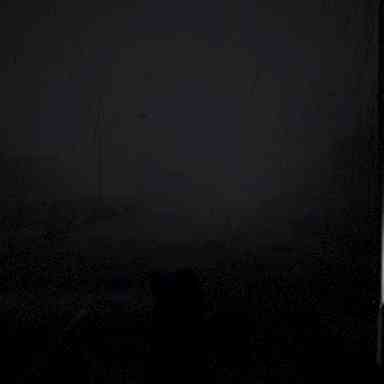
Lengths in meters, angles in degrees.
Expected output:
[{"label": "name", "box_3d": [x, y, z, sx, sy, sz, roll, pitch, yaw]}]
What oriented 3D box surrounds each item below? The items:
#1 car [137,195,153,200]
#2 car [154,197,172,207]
[{"label": "car", "box_3d": [-10.362, 1.406, 77.131, 5.357, 1.415, 2.033, 0, 0, -40]}, {"label": "car", "box_3d": [-4.107, 1.494, 50.030, 1.812, 1.442, 4.674, 0, 0, 0]}]
